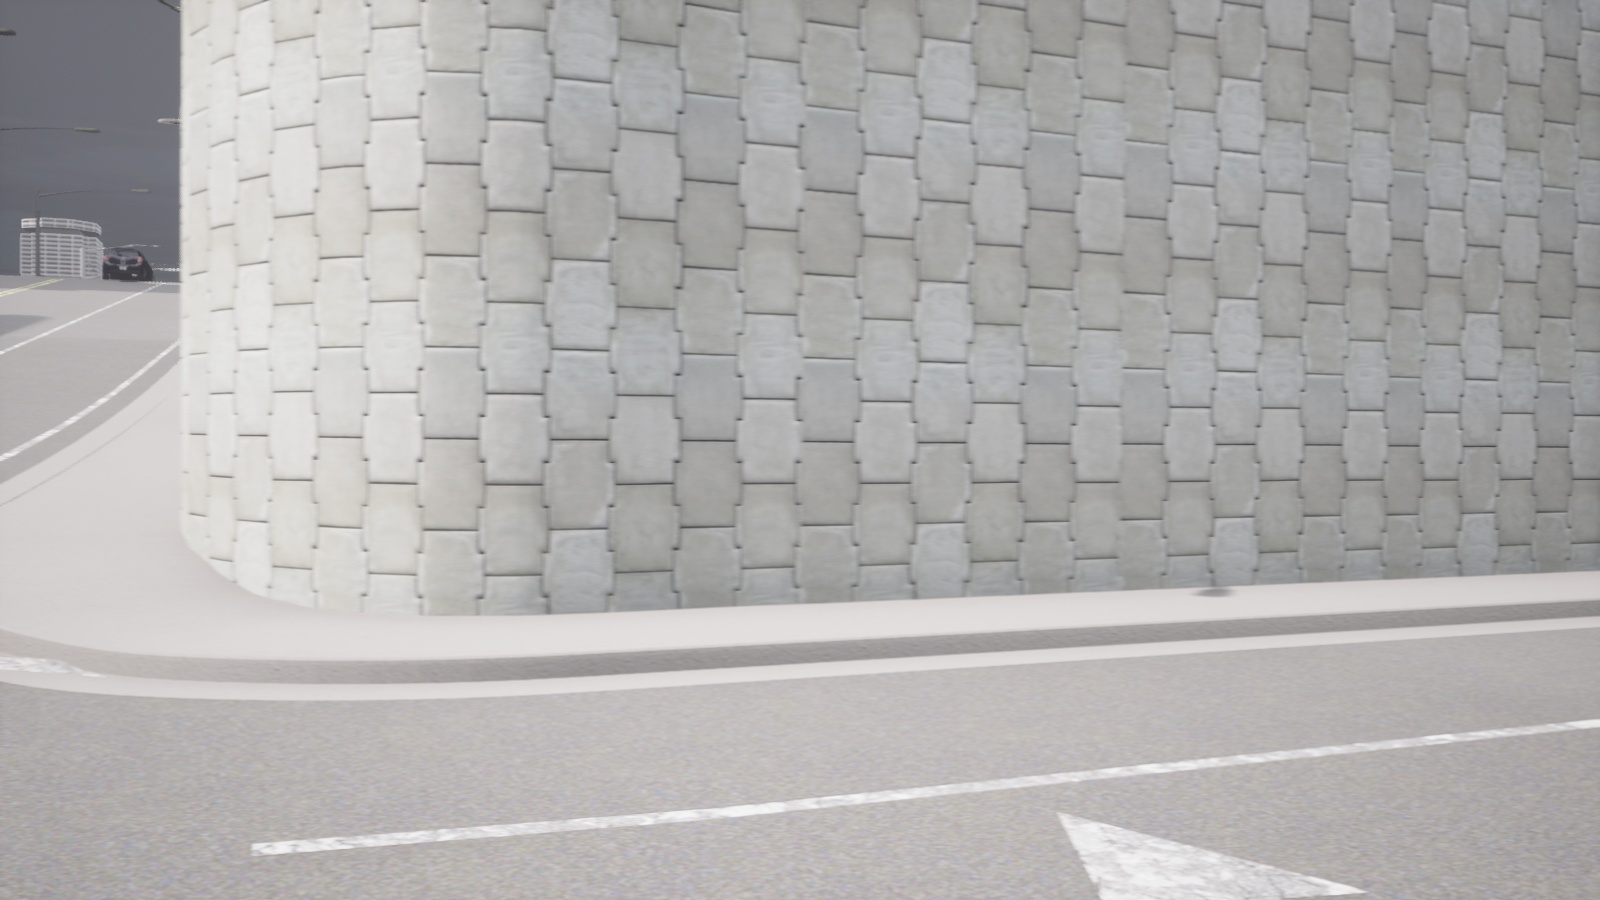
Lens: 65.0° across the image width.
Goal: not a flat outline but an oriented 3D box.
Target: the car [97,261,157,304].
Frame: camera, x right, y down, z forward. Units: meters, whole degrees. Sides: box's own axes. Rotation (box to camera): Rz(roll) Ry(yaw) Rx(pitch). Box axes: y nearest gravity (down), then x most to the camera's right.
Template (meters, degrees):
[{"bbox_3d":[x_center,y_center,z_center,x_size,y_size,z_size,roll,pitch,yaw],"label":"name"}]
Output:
[{"bbox_3d":[-30.569,-7.596,57.108,1.845,1.501,3.633,-1,2,-20],"label":"car"}]
